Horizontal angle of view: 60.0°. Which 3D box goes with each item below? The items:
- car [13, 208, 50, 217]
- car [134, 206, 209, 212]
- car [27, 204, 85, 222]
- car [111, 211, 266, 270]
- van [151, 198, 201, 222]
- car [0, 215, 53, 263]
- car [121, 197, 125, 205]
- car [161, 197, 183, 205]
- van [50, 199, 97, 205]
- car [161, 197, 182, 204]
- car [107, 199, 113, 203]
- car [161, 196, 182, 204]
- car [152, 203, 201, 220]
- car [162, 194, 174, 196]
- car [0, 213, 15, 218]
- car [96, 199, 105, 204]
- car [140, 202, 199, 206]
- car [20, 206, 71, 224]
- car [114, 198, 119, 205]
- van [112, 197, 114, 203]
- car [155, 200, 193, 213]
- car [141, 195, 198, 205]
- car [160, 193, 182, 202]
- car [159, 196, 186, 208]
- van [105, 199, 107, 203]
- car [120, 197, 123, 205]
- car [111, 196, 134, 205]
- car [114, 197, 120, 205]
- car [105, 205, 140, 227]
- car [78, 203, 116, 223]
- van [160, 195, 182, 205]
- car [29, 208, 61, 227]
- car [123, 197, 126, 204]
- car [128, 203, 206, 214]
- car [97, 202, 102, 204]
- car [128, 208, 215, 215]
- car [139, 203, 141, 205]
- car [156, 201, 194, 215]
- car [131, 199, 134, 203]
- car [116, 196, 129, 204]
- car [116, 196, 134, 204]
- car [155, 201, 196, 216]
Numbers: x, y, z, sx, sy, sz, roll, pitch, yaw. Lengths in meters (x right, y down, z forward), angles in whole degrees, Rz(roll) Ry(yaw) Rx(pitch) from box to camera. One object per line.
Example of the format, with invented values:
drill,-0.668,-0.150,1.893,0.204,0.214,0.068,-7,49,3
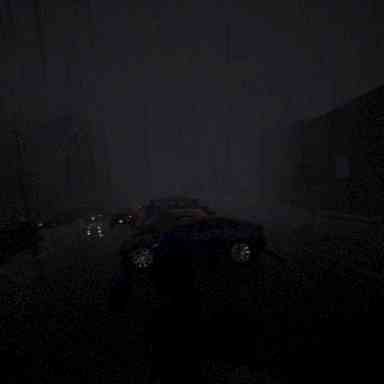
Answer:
car,-13.517,2.289,24.240,4.892,1.521,2.231,-2,-1,-4
car,-0.370,1.664,16.741,4.674,1.452,2.002,-2,-1,-4
car,-14.309,2.453,35.392,5.008,1.535,2.097,-2,-1,-4
car,0.011,1.570,11.102,4.792,1.488,2.163,-2,-1,-4
van,-1.514,1.618,30.826,4.442,1.987,1.878,-2,-1,-4
car,-7.944,1.988,13.909,2.033,1.411,5.357,-2,-1,-4
car,-16.575,2.410,66.379,5.008,1.535,2.097,-2,0,-4
car,-4.442,1.889,73.128,4.792,1.488,2.163,-2,0,-4
van,-14.623,2.242,41.164,4.442,1.987,1.878,-2,0,-4
car,-4.680,1.893,75.944,4.674,1.452,2.002,-2,0,-4
car,-15.558,2.446,52.423,4.892,1.521,2.231,-2,0,-4
car,-4.880,1.886,78.763,4.674,1.452,2.002,-2,0,-4
car,-1.593,1.921,33.649,4.674,1.452,2.002,-2,-1,-4
car,-3.070,1.659,53.395,5.566,2.045,2.435,-2,0,-4
car,-13.090,2.200,18.484,5.008,1.535,2.097,-2,-1,-4
car,-15.107,2.332,46.668,4.553,1.767,2.185,-2,0,-4
car,-0.772,1.710,22.379,5.008,1.535,2.097,-2,-1,-4
car,-13.877,2.400,29.750,4.792,1.488,2.163,-2,-1,-4
car,-15.958,2.431,57.931,5.008,1.535,2.097,-2,0,-4
van,-15.881,2.216,55.232,4.442,1.987,1.878,-2,0,-4
car,-2.408,1.929,44.944,5.008,1.535,2.097,-2,0,-4
car,-1.167,1.543,28.019,5.566,2.045,2.435,-2,-1,-4
car,-5.691,1.556,90.036,5.566,2.045,2.435,-2,0,-4
car,-3.480,1.771,59.032,4.553,1.767,2.185,-2,0,-4
van,-15.473,2.231,49.596,4.442,1.987,1.878,-3,0,-4
car,-16.359,2.416,63.563,5.008,1.535,2.097,-2,0,-4
car,-17.998,2.103,86.093,5.566,2.045,2.435,-2,0,-4
car,-16.194,2.299,60.744,4.553,1.767,2.185,-2,0,-4
car,-5.433,2.013,26.864,1.812,1.442,4.674,-2,-1,-4
car,-9.323,2.225,33.136,2.128,1.511,4.902,-2,-1,-4
van,-4.393,1.647,70.298,4.442,1.987,1.878,-2,0,-4
car,-13.674,2.357,26.934,4.792,1.488,2.163,-2,-1,-4
car,-16.813,2.433,69.317,4.792,1.488,2.163,-2,0,-4
car,-0.758,1.672,19.546,5.366,1.575,1.946,-2,-1,-4
car,-14.967,2.496,43.974,4.792,1.488,2.163,-3,0,-4
car,-0.166,1.622,13.923,4.674,1.452,2.002,-2,-1,-4
car,-7.186,2.220,50.928,1.895,1.301,4.718,-2,0,-4
car,-2.203,1.977,42.126,4.674,1.452,2.002,-2,0,-4
car,-17.825,2.366,83.399,4.892,1.521,2.231,-2,0,-4
car,-16.986,2.395,72.136,5.008,1.535,2.097,-2,0,-4
car,-18.380,2.197,91.861,4.553,1.767,2.185,-2,0,-4
car,-2.002,1.979,39.299,4.674,1.452,2.002,-2,0,-4
